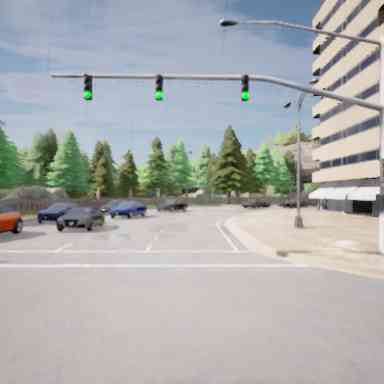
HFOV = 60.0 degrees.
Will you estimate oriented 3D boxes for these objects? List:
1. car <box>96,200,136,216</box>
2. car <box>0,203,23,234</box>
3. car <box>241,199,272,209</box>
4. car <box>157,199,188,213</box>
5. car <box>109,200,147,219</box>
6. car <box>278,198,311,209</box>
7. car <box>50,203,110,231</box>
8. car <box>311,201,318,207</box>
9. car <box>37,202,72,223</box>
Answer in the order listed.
[{"bbox_3d":[-7.938,1.597,35.480,1.837,1.490,4.892,0,0,19],"label":"car"},{"bbox_3d":[-10.474,1.370,16.545,2.097,1.767,4.553,0,0,2],"label":"car"},{"bbox_3d":[9.606,1.734,49.406,5.357,1.411,2.033,0,0,-41],"label":"car"},{"bbox_3d":[-2.324,1.600,40.074,1.882,1.535,5.008,0,0,28],"label":"car"},{"bbox_3d":[-5.737,1.558,30.584,1.882,1.535,5.008,0,0,14],"label":"car"},{"bbox_3d":[15.053,1.801,49.504,4.718,1.301,1.895,0,0,-34],"label":"car"},{"bbox_3d":[-6.827,1.607,20.775,1.994,1.385,4.181,0,0,0],"label":"car"},{"bbox_3d":[18.280,1.776,55.254,5.357,1.411,2.033,0,0,-22],"label":"car"},{"bbox_3d":[-9.962,1.530,25.756,1.882,1.535,5.008,0,0,7],"label":"car"}]
